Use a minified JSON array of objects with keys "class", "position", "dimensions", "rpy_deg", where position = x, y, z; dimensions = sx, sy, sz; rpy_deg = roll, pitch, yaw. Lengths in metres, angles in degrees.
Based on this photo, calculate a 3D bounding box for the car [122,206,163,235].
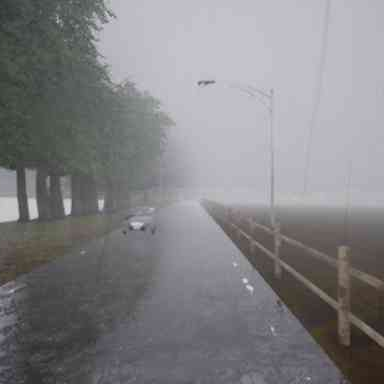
[{"class":"car","position":[-2.803,1.574,19.499],"dimensions":[2.128,1.511,4.902],"rpy_deg":[0,0,0]}]
